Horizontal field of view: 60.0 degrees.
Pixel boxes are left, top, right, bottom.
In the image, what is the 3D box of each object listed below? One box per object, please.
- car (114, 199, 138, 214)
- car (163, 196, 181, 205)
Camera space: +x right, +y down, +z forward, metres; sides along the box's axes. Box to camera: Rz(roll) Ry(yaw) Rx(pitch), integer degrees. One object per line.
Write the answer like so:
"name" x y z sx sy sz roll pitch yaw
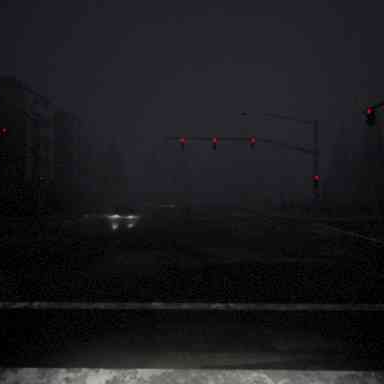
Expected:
"car" -6.868 1.472 34.863 1.882 1.535 5.008 0 0 -1
"car" -3.590 1.448 59.970 1.882 1.535 5.008 0 0 21
